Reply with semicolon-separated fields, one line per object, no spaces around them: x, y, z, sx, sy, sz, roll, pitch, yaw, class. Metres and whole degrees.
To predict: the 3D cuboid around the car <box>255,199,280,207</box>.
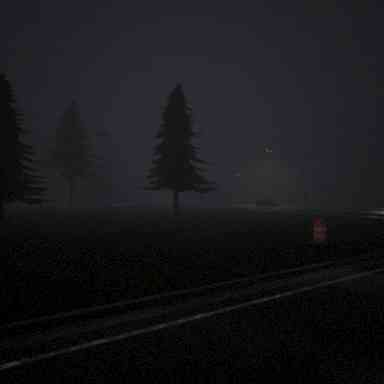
13.717;2.062;60.541;1.837;1.490;4.892;1;0;-35;car
